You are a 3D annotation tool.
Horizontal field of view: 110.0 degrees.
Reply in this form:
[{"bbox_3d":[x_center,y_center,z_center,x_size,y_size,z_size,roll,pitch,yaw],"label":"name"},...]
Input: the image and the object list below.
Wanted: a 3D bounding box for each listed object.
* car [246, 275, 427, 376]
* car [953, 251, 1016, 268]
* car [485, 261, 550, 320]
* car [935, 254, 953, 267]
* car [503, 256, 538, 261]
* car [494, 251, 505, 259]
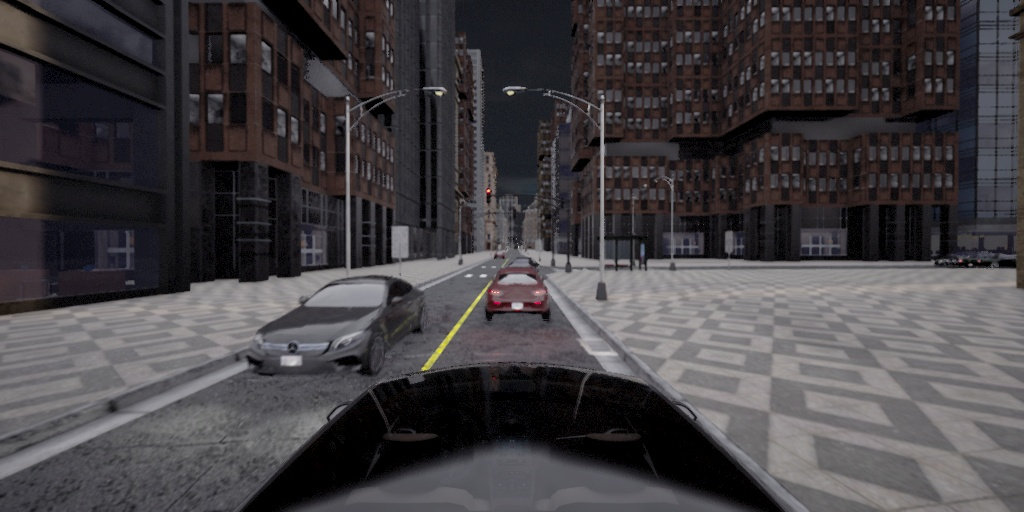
[{"bbox_3d":[-3.027,1.148,7.294,1.812,1.442,4.674,0,1,1],"label":"car"},{"bbox_3d":[40.989,0.453,30.276,4.718,1.301,1.895,0,1,1],"label":"car"},{"bbox_3d":[0.183,1.056,11.483,1.812,1.442,4.674,0,1,1],"label":"car"},{"bbox_3d":[42.453,0.309,33.347,4.902,1.511,2.128,0,1,1],"label":"car"},{"bbox_3d":[0.931,0.762,25.734,1.994,1.385,4.181,1,2,11],"label":"car"},{"bbox_3d":[-2.271,-0.203,65.193,1.882,1.535,5.008,0,1,1],"label":"car"}]
